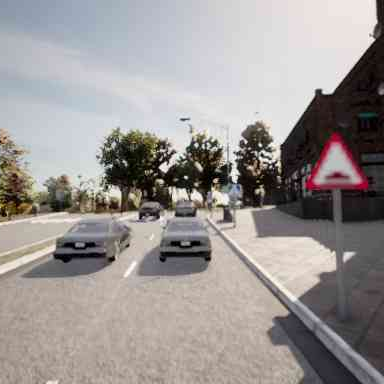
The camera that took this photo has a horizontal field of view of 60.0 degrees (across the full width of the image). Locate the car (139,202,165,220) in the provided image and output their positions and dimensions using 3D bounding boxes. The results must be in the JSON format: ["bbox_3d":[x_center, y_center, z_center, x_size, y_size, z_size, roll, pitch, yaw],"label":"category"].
[{"bbox_3d":[-3.643,1.695,30.713,1.837,1.490,4.892,-1,0,4],"label":"car"}]

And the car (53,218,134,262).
[{"bbox_3d":[-3.516,1.687,12.754,2.033,1.411,5.357,-1,0,-1],"label":"car"}]

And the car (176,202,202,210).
[{"bbox_3d":[-0.442,1.631,30.139,2.128,1.511,4.902,-1,0,3],"label":"car"}]

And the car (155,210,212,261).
[{"bbox_3d":[-0.264,1.658,12.848,2.033,1.411,5.357,-1,0,-2],"label":"car"}]
